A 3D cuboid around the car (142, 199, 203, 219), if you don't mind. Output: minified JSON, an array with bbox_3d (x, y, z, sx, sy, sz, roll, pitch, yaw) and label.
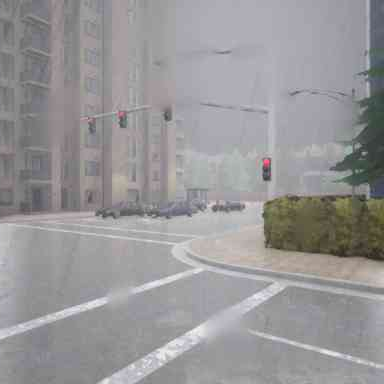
[{"bbox_3d":[-1.579,1.547,29.389,2.033,1.411,5.357,0,0,36],"label":"car"}]

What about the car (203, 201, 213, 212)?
[{"bbox_3d":[-0.223,1.491,37.181,2.128,1.511,4.902,0,0,36],"label":"car"}]

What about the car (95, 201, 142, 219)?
[{"bbox_3d":[-5.915,1.547,29.383,2.033,1.411,5.357,0,0,36],"label":"car"}]

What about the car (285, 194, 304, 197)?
[{"bbox_3d":[13.946,1.222,44.434,2.150,2.045,5.566,0,0,36],"label":"car"}]

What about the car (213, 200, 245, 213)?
[{"bbox_3d":[4.076,1.601,37.132,1.895,1.301,4.718,0,0,36],"label":"car"}]
